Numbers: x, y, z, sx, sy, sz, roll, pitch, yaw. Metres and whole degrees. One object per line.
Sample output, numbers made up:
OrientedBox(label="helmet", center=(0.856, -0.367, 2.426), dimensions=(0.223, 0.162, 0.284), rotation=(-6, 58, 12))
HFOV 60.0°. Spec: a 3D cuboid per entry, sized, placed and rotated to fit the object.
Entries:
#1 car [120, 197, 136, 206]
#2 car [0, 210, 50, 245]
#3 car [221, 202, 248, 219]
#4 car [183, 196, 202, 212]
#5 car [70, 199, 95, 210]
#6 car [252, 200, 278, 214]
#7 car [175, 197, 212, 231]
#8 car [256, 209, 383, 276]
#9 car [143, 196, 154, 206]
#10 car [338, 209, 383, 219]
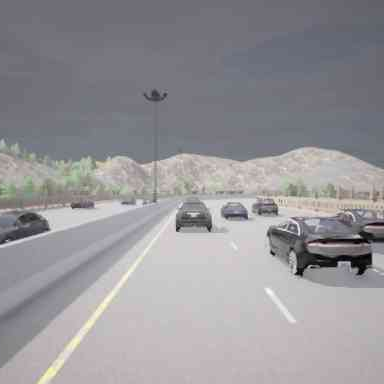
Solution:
OrientedBox(label="car", center=(-10.531, 1.566, 55.307), dimensions=(1.994, 1.385, 4.181), rotation=(0, 0, 1))
OrientedBox(label="car", center=(-7.101, 1.506, 12.684), dimensions=(1.837, 1.490, 4.892), rotation=(0, 0, 0))
OrientedBox(label="car", center=(3.598, 1.565, 28.799), dimensions=(1.994, 1.385, 4.181), rotation=(0, 0, 0))
OrientedBox(label="car", center=(0.097, 1.353, 38.735), dimensions=(2.097, 1.767, 4.553), rotation=(0, 0, 0))
OrientedBox(label="car", center=(-14.086, 1.603, 43.068), dimensions=(1.895, 1.301, 4.718), rotation=(0, 0, 0))
OrientedBox(label="car", center=(7.098, 1.492, 32.662), dimensions=(2.128, 1.511, 4.902), rotation=(0, 0, 0))
OrientedBox(label="car", center=(0.098, 1.353, 20.762), dimensions=(2.097, 1.767, 4.553), rotation=(0, 0, 0))
OrientedBox(label="car", center=(3.599, 1.492, 10.287), dimensions=(2.128, 1.511, 4.902), rotation=(0, 0, 0))
OrientedBox(label="car", center=(-7.031, 1.493, 55.409), dimensions=(2.128, 1.511, 4.902), rotation=(0, 0, 1))
OrientedBox(label="car", center=(7.099, 1.491, 14.411), dimensions=(2.128, 1.511, 4.902), rotation=(0, 0, 0))
